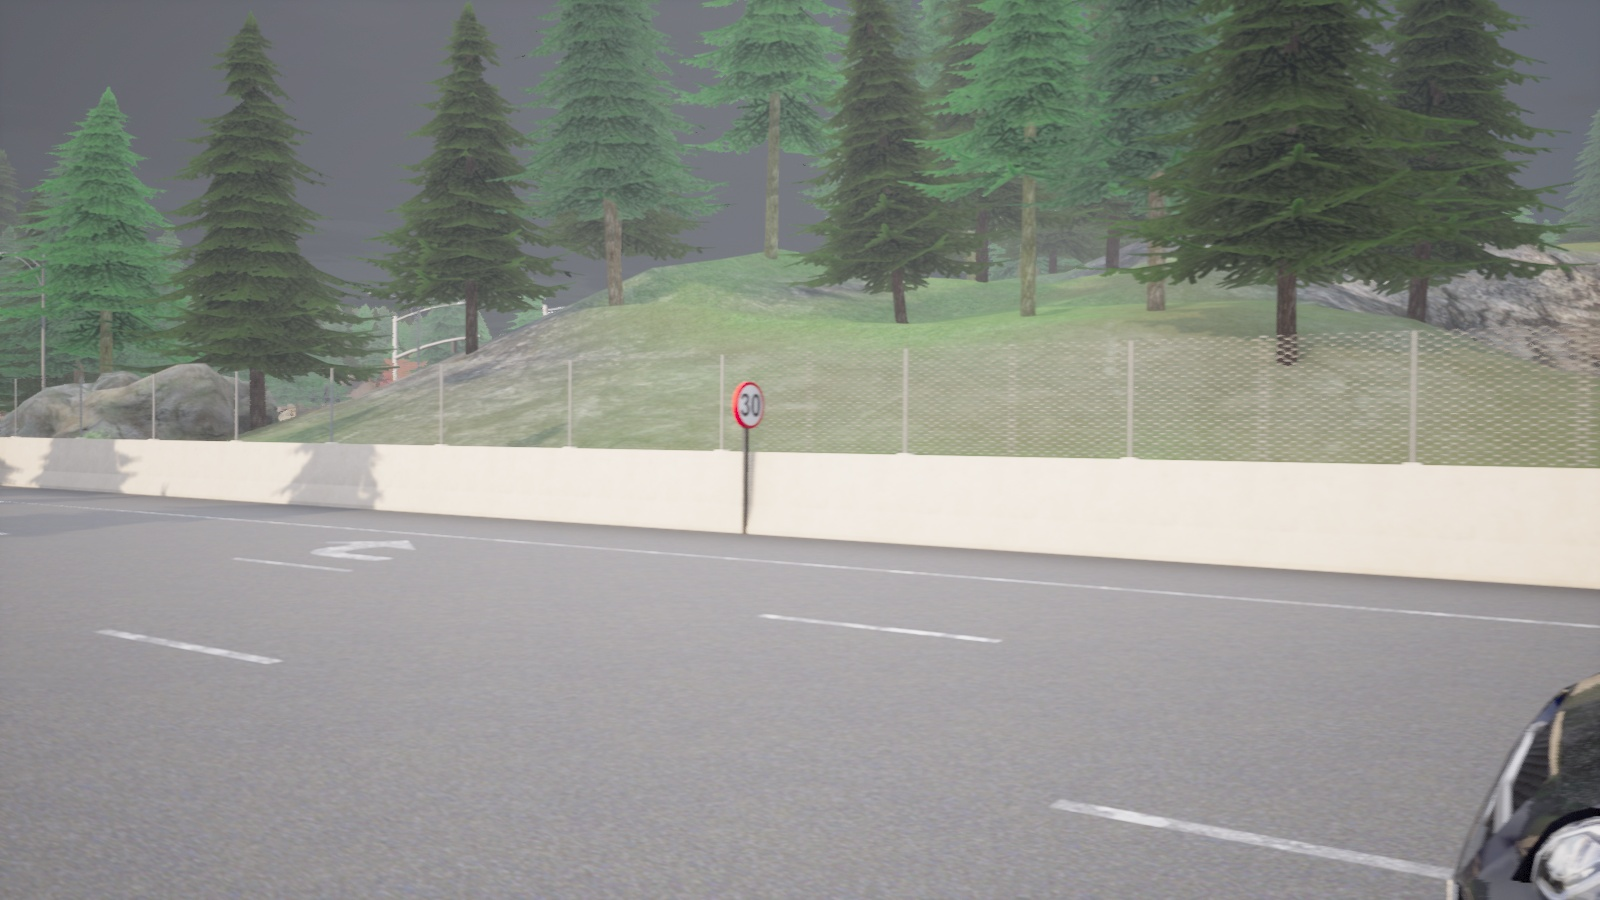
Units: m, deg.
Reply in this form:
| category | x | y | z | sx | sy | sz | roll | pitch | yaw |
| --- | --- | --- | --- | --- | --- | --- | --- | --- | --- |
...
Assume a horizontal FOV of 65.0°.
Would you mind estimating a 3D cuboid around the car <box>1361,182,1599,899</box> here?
| category | x | y | z | sx | sy | sz | roll | pitch | yaw |
| --- | --- | --- | --- | --- | --- | --- | --- | --- | --- |
| car | 3.493 | 0.460 | 1.299 | 5.027 | 1.651 | 2.152 | 0 | 1 | 34 |
